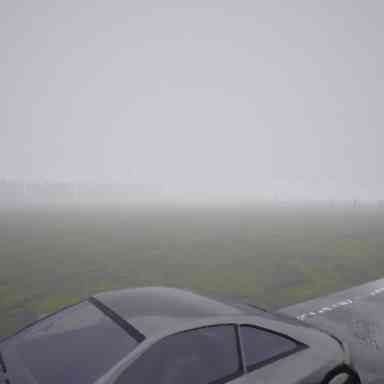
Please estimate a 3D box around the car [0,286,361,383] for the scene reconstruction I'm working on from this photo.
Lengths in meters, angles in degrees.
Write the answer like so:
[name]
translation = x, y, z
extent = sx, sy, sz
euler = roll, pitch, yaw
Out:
[car]
translation = -0.524, 1.569, 2.573
extent = 4.181, 1.385, 1.994
euler = 0, 0, -35
